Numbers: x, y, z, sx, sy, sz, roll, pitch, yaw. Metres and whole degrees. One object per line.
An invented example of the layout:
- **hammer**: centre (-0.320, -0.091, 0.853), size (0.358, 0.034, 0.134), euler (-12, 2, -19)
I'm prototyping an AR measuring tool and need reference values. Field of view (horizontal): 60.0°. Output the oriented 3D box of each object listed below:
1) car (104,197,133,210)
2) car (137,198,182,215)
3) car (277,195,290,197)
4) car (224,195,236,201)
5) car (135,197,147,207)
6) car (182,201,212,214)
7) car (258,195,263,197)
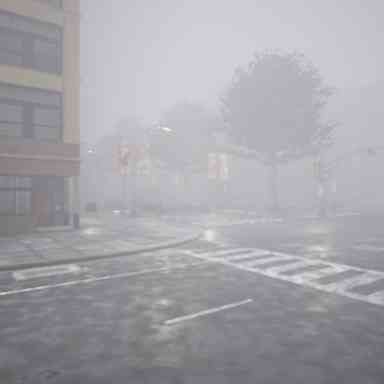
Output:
- **car**: centre (-9.913, 1.487, 43.096), size (1.837, 1.490, 4.892), euler (0, 1, -35)
- **car**: centre (-3.417, 1.587, 34.029), size (1.895, 1.301, 4.718), euler (0, 0, -36)
- **car**: centre (18.578, 1.273, 69.434), size (2.002, 1.452, 4.674), euler (0, 0, -36)
- **car**: centre (8.094, 1.370, 76.907), size (2.161, 1.482, 4.786), euler (0, 0, -36)
- **car**: centre (-6.541, 1.470, 44.396), size (2.128, 1.511, 4.902), euler (0, 1, -35)
- **car**: centre (0.042, 1.584, 35.215), size (1.895, 1.301, 4.718), euler (0, 0, -36)
- **car**: centre (17.739, 1.410, 83.366), size (1.895, 1.301, 4.718), euler (0, 0, -36)
